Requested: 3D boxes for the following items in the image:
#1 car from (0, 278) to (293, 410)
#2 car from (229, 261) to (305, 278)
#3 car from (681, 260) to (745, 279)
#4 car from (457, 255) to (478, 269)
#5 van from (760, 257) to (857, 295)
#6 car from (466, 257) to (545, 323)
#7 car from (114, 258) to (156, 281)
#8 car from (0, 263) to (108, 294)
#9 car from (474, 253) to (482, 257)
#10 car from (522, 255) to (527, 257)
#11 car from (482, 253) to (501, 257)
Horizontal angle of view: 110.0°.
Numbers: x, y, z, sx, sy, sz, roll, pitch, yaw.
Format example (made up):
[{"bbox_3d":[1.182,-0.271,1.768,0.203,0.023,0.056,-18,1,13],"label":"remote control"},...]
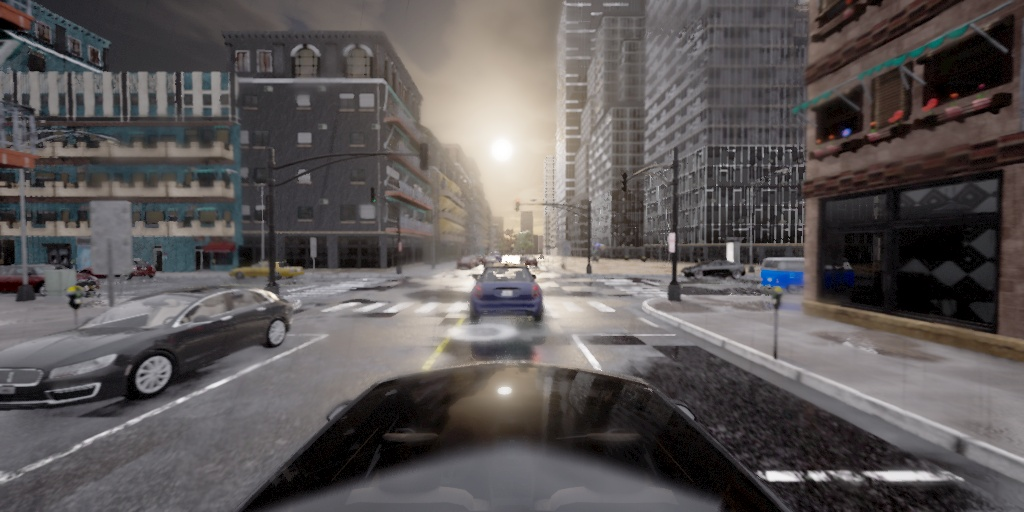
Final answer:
[{"bbox_3d":[-5.691,1.253,6.235,2.007,1.370,4.403,0,0,0],"label":"car"},{"bbox_3d":[-17.881,0.996,26.218,4.829,1.417,1.751,0,0,0],"label":"car"},{"bbox_3d":[14.678,0.964,26.268,4.313,1.339,1.948,0,0,0],"label":"car"},{"bbox_3d":[-5.687,0.854,44.300,1.888,1.381,4.507,0,0,0],"label":"car"},{"bbox_3d":[14.690,0.950,17.889,3.998,1.789,1.690,0,0,0],"label":"van"},{"bbox_3d":[-0.235,1.011,11.782,2.097,1.767,4.553,0,0,-3],"label":"car"},{"bbox_3d":[-28.778,0.939,26.201,4.097,1.591,1.967,0,0,0],"label":"car"},{"bbox_3d":[-23.233,1.136,17.832,4.097,1.591,1.967,0,0,0],"label":"car"},{"bbox_3d":[-5.687,0.692,49.948,1.967,1.591,4.097,0,0,0],"label":"car"},{"bbox_3d":[2.660,0.796,50.005,1.888,1.381,4.507,0,0,0],"label":"car"},{"bbox_3d":[-3.069,0.746,53.079,1.812,1.442,4.674,0,1,0],"label":"car"}]
